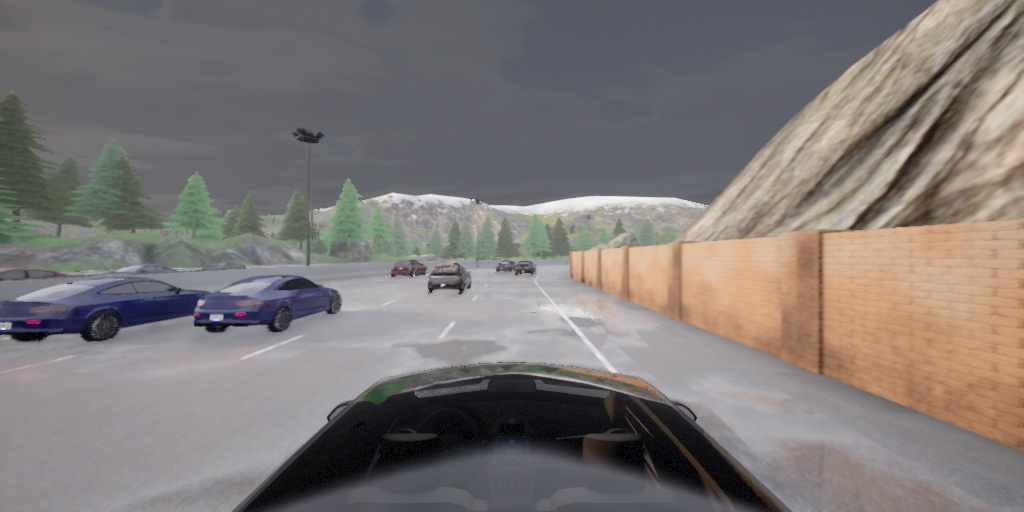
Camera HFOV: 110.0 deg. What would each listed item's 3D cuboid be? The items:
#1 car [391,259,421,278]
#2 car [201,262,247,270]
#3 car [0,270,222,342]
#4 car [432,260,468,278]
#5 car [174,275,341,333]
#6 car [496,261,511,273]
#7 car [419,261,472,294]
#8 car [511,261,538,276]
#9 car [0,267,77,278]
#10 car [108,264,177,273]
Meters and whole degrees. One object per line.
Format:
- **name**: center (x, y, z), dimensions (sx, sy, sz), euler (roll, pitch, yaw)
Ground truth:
- **car**: center (-9.675, 1.103, 34.207), dimensions (2.097, 1.767, 4.553), euler (0, 0, 7)
- **car**: center (-30.603, 1.325, 38.209), dimensions (1.994, 1.385, 4.181), euler (0, 0, 8)
- **car**: center (-10.400, 1.276, 9.655), dimensions (1.812, 1.442, 4.674), euler (0, 0, 0)
- **car**: center (-6.015, 1.228, 35.512), dimensions (1.882, 1.535, 5.008), euler (-1, 0, 10)
- **car**: center (-6.899, 1.276, 10.675), dimensions (1.812, 1.442, 4.674), euler (0, 0, 0)
- **car**: center (-0.435, 1.277, 44.543), dimensions (1.812, 1.442, 4.674), euler (-1, 0, 20)
- **car**: center (-3.387, 1.241, 20.134), dimensions (2.128, 1.511, 4.902), euler (0, 0, 0)
- **car**: center (1.504, 1.254, 36.859), dimensions (1.837, 1.490, 4.892), euler (-1, -1, 10)
- **car**: center (-21.081, 1.227, 14.763), dimensions (1.882, 1.535, 5.008), euler (0, 0, 0)
- **car**: center (-24.493, 1.275, 23.557), dimensions (1.812, 1.442, 4.674), euler (0, 0, 1)
